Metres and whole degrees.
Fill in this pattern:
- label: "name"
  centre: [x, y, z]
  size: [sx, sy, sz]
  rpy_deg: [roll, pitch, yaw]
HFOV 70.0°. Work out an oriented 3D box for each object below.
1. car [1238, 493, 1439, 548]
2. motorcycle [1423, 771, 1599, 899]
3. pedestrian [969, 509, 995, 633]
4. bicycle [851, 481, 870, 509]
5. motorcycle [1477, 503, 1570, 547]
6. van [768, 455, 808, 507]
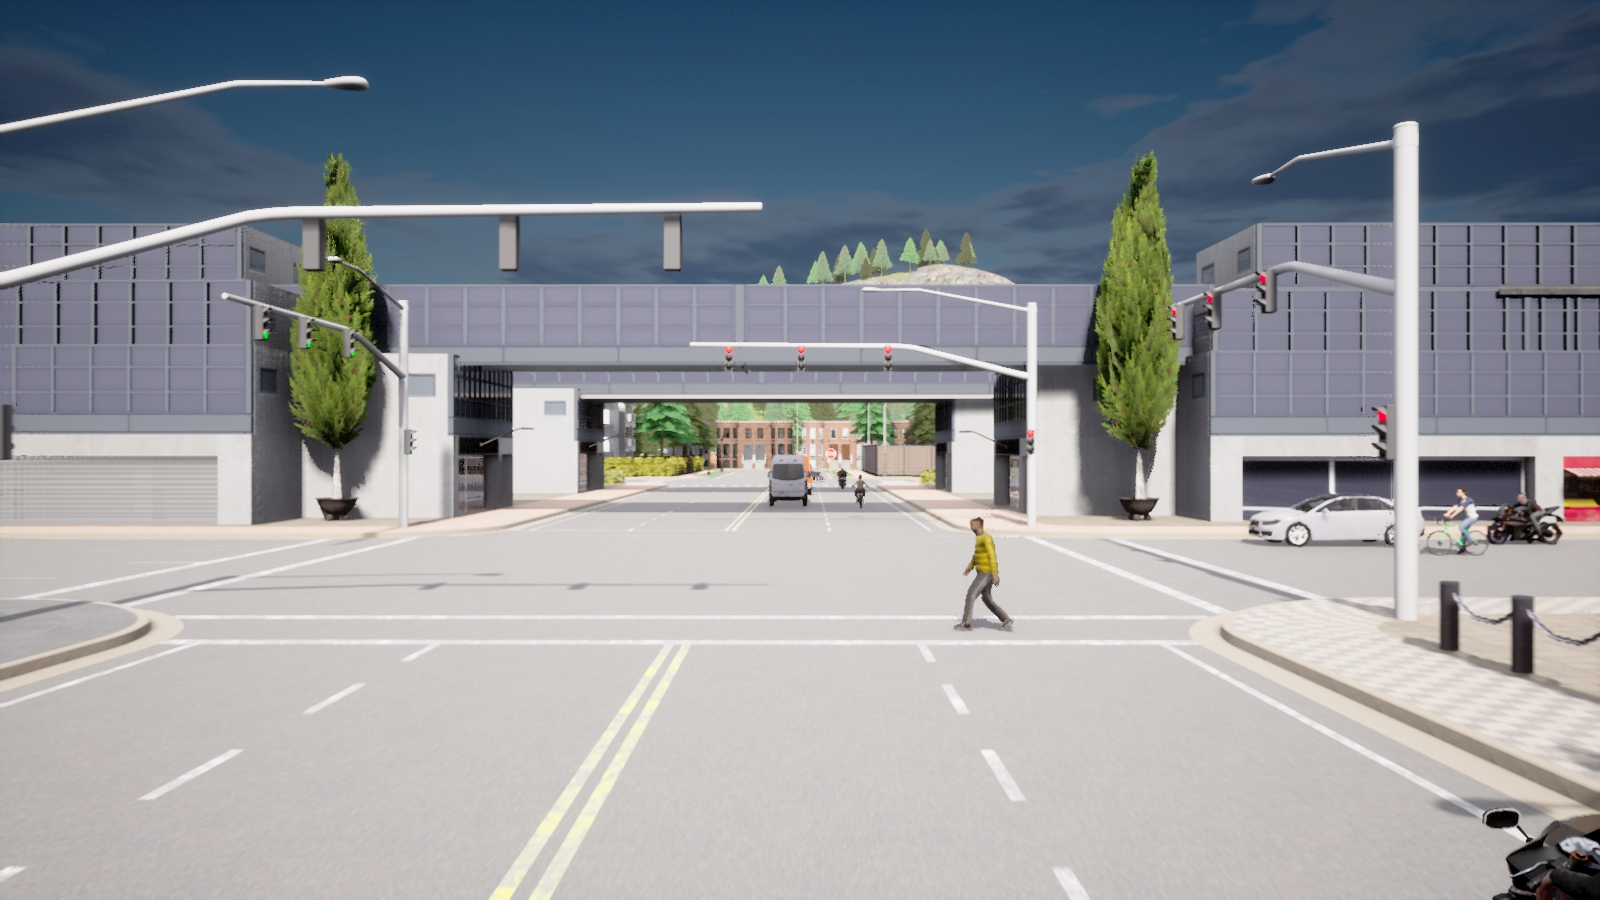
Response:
- label: "car"
  centre: [15.840, 2.061, 33.835]
  size: [4.892, 1.480, 2.231]
  rpy_deg: [0, 0, 0]
- label: "motorcycle"
  centre: [3.499, 2.205, 4.519]
  size: [0.867, 1.251, 2.209]
  rpy_deg: [0, 0, 0]
- label: "pedestrian"
  centre: [2.801, 1.848, 17.584]
  size: [0.375, 1.860, 0.375]
  rpy_deg: [0, 0, 6]
- label: "bicycle"
  centre: [2.918, 2.158, 55.338]
  size: [0.859, 1.276, 1.487]
  rpy_deg: [0, 0, 0]
- label: "motorcycle"
  centre: [21.413, 2.205, 33.830]
  size: [2.209, 1.251, 0.867]
  rpy_deg: [0, 0, 0]
- label: "van"
  centre: [-0.569, 1.534, 59.798]
  size: [1.988, 2.561, 5.915]
  rpy_deg: [0, 0, 0]
